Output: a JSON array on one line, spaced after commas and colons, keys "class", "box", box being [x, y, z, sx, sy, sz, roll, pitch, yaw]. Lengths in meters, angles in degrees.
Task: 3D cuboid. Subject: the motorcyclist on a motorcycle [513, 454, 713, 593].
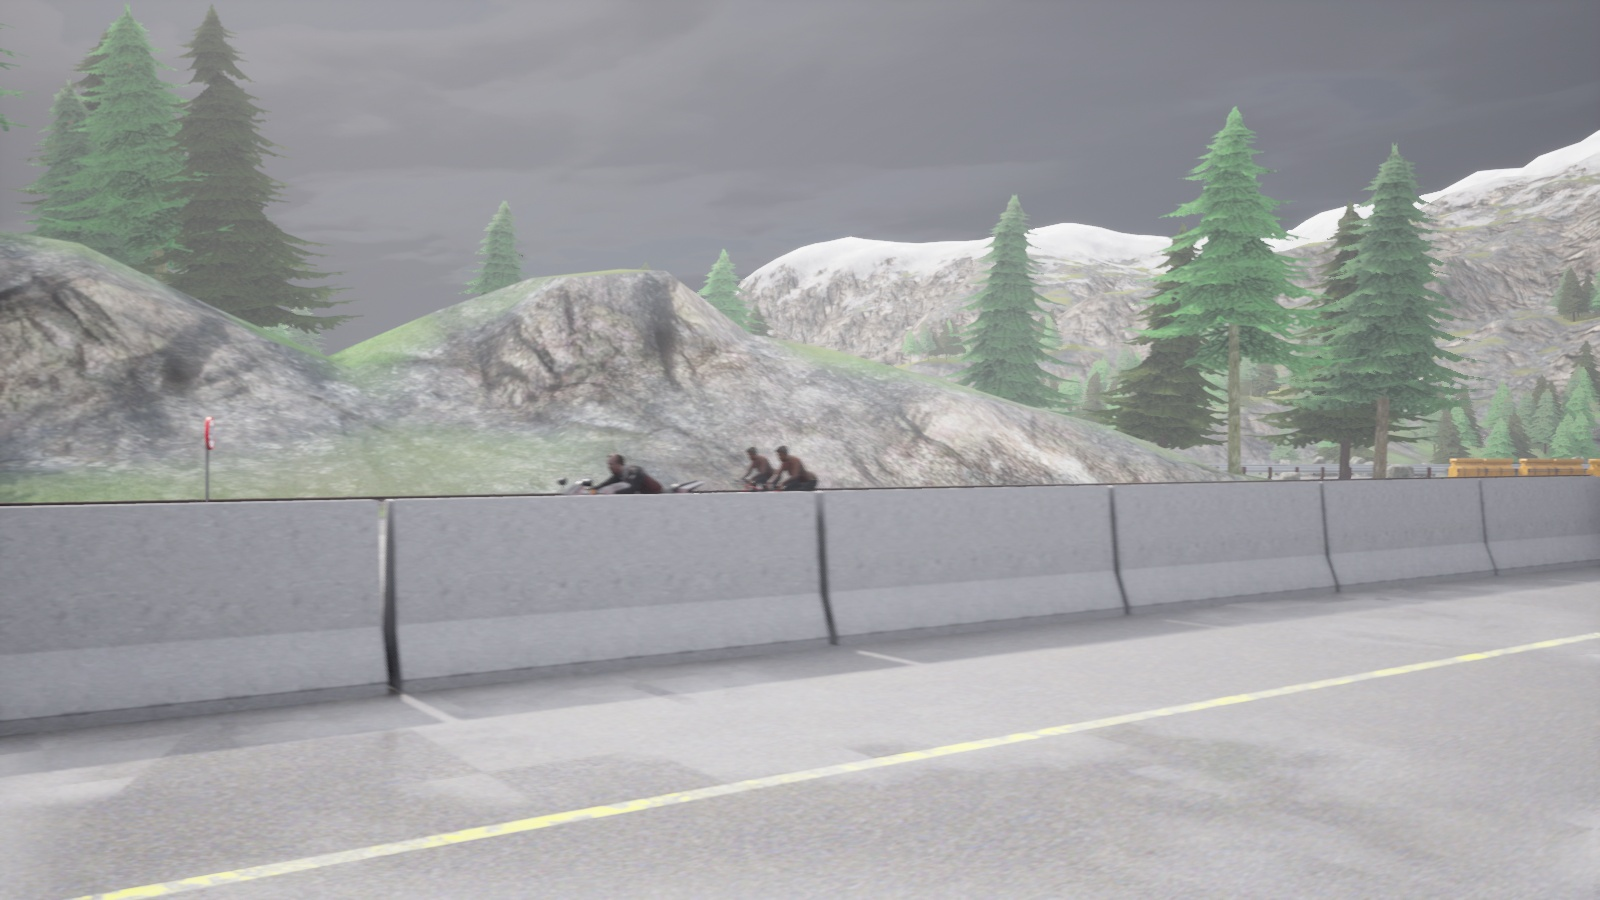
[{"class": "motorcyclist on a motorcycle", "box": [-2.199, 0.821, 14.921, 2.191, 1.530, 0.866, 0, 0, -35]}]
